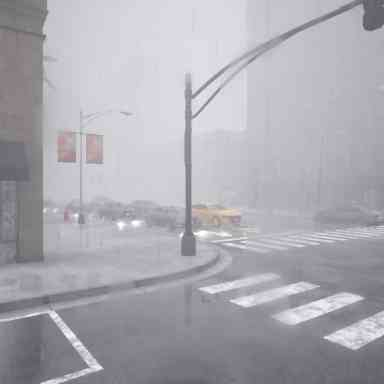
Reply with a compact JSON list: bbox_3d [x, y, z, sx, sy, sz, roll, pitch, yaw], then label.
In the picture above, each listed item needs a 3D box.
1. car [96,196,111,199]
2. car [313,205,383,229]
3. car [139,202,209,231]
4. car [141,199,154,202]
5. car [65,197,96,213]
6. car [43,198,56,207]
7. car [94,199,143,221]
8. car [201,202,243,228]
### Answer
[{"bbox_3d":[-10.241,1.295,38.540,2.097,1.767,4.553,0,0,-36],"label":"car"},{"bbox_3d":[10.168,1.537,21.814,1.994,1.385,4.181,0,0,-40],"label":"car"},{"bbox_3d":[-1.210,1.541,20.437,1.994,1.385,4.181,0,0,-36],"label":"car"},{"bbox_3d":[-4.252,1.463,30.216,1.837,1.490,4.892,0,0,-36],"label":"car"},{"bbox_3d":[-12.265,1.475,35.791,1.812,1.442,4.674,0,0,-36],"label":"car"},{"bbox_3d":[-21.315,1.578,48.495,1.895,1.301,4.718,0,0,-36],"label":"car"},{"bbox_3d":[-6.131,1.529,27.253,1.994,1.385,4.181,0,0,-37],"label":"car"},{"bbox_3d":[1.298,1.451,22.518,1.882,1.535,5.008,0,0,-35],"label":"car"}]
